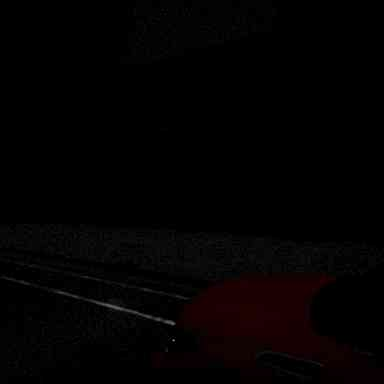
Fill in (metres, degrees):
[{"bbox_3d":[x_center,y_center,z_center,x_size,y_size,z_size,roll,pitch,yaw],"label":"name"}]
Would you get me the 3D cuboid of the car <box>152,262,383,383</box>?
[{"bbox_3d":[2.305,1.211,2.041,5.566,2.045,2.150,-1,-1,35],"label":"car"}]
